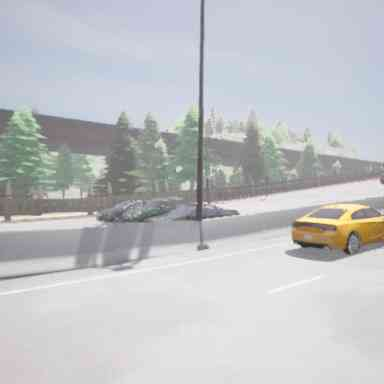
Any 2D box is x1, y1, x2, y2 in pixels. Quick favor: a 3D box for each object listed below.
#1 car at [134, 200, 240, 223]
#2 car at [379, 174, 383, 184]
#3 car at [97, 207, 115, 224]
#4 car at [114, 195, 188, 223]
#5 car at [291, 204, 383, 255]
[{"bbox_3d":[0.103,1.332,16.964,5.357,1.411,2.033,-3,2,-35],"label":"car"},{"bbox_3d":[27.722,-2.330,45.225,5.566,2.045,2.150,-7,4,-35],"label":"car"},{"bbox_3d":[-3.992,1.279,22.640,4.902,1.511,2.128,-3,2,-35],"label":"car"},{"bbox_3d":[-1.907,1.136,19.828,4.553,1.767,2.097,-3,2,-35],"label":"car"},{"bbox_3d":[5.752,1.181,12.152,5.008,1.535,1.882,-3,2,-35],"label":"car"}]
